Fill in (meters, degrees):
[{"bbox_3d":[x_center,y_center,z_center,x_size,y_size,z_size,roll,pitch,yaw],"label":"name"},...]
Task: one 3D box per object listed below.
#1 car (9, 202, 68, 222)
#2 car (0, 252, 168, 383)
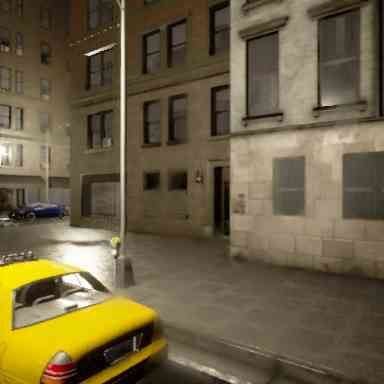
[{"bbox_3d":[-11.841,1.478,25.853,1.994,1.385,4.181,0,0,36],"label":"car"},{"bbox_3d":[-2.558,1.526,4.644,4.829,1.417,1.752,0,0,36],"label":"car"}]
